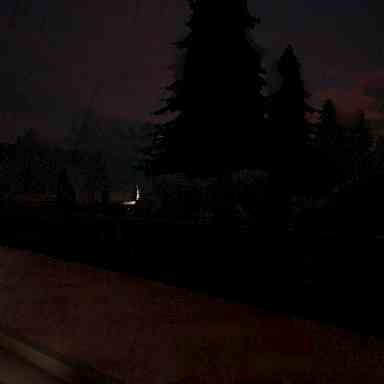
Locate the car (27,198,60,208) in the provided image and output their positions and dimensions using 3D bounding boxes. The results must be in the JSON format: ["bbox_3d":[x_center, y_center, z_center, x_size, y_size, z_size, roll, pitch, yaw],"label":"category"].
[{"bbox_3d":[-22.244,1.564,49.905,1.994,1.385,4.181,0,0,36],"label":"car"}]

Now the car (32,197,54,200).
[{"bbox_3d":[-20.921,1.477,45.748,1.882,1.535,5.008,0,0,36],"label":"car"}]
